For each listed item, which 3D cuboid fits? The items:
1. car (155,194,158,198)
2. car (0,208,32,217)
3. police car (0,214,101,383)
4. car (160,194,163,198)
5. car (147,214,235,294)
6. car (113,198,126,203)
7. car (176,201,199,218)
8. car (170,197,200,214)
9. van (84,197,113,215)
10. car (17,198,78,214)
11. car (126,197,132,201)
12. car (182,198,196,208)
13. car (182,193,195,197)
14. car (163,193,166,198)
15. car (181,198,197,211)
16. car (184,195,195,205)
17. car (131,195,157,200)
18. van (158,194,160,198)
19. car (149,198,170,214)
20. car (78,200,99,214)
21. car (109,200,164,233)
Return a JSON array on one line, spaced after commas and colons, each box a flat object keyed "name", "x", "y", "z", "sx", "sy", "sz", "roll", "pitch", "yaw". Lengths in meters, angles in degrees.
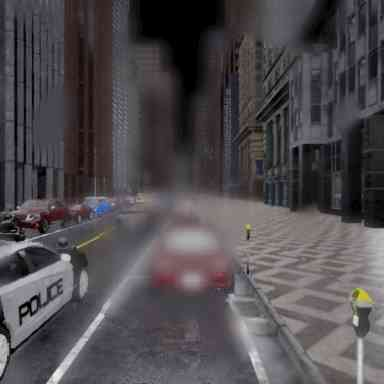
[{"name": "car", "x": -8.911, "y": 1.552, "z": 70.437, "sx": 2.008, "sy": 1.369, "sz": 4.403, "roll": 0, "pitch": 0, "yaw": 0}, {"name": "car", "x": -8.910, "y": 1.565, "z": 14.070, "sx": 1.947, "sy": 1.339, "sz": 4.313, "roll": 0, "pitch": 0, "yaw": 0}, {"name": "police car", "x": -3.144, "y": 1.424, "z": 5.286, "sx": 1.930, "sy": 1.638, "sz": 5.238, "roll": 0, "pitch": 0, "yaw": 0}, {"name": "car", "x": -8.911, "y": 1.446, "z": 81.710, "sx": 1.967, "sy": 1.590, "sz": 4.097, "roll": 0, "pitch": 0, "yaw": 0}, {"name": "car", "x": 0.003, "y": 1.525, "z": 8.651, "sx": 1.812, "sy": 1.442, "sz": 4.674, "roll": 0, "pitch": 0, "yaw": 0}, {"name": "car", "x": -8.911, "y": 1.439, "z": 36.617, "sx": 1.967, "sy": 1.590, "sz": 4.097, "roll": 0, "pitch": 0, "yaw": 0}, {"name": "car", "x": -0.385, "y": 1.565, "z": 30.990, "sx": 1.947, "sy": 1.339, "sz": 4.313, "roll": 0, "pitch": 0, "yaw": 0}, {"name": "car", "x": -0.386, "y": 1.439, "z": 25.353, "sx": 1.967, "sy": 1.590, "sz": 4.097, "roll": 0, "pitch": 0, "yaw": 0}, {"name": "van", "x": -8.911, "y": 1.340, "z": 30.980, "sx": 1.690, "sy": 1.788, "sz": 3.998, "roll": 0, "pitch": 0, "yaw": 0}, {"name": "car", "x": -8.911, "y": 1.314, "z": 19.706, "sx": 2.192, "sy": 1.841, "sz": 5.009, "roll": 0, "pitch": 0, "yaw": 0}, {"name": "car", "x": -8.911, "y": 1.439, "z": 47.891, "sx": 1.967, "sy": 1.590, "sz": 4.097, "roll": 0, "pitch": 0, "yaw": 0}, {"name": "car", "x": -0.385, "y": 1.565, "z": 47.899, "sx": 1.947, "sy": 1.339, "sz": 4.313, "roll": 0, "pitch": 0, "yaw": 0}, {"name": "car", "x": -0.386, "y": 1.314, "z": 36.627, "sx": 2.192, "sy": 1.841, "sz": 5.009, "roll": 0, "pitch": 0, "yaw": 0}, {"name": "car", "x": -8.912, "y": 1.324, "z": 87.347, "sx": 2.192, "sy": 1.841, "sz": 5.009, "roll": 0, "pitch": 0, "yaw": 0}, {"name": "car", "x": -0.385, "y": 1.543, "z": 42.263, "sx": 1.887, "sy": 1.381, "sz": 4.507, "roll": 0, "pitch": 0, "yaw": 0}, {"name": "car", "x": -0.386, "y": 1.439, "z": 59.171, "sx": 1.967, "sy": 1.590, "sz": 4.097, "roll": 0, "pitch": 0, "yaw": 0}, {"name": "car", "x": -6.197, "y": 1.476, "z": 43.390, "sx": 1.882, "sy": 1.535, "sz": 5.008, "roll": 0, "pitch": 0, "yaw": 1}, {"name": "van", "x": -8.911, "y": 1.345, "z": 76.073, "sx": 1.690, "sy": 1.788, "sz": 3.998, "roll": 0, "pitch": 0, "yaw": 0}, {"name": "car", "x": -3.106, "y": 1.599, "z": 34.146, "sx": 1.895, "sy": 1.301, "sz": 4.718, "roll": 0, "pitch": 0, "yaw": 1}, {"name": "car", "x": -8.910, "y": 1.544, "z": 25.344, "sx": 1.887, "sy": 1.381, "sz": 4.507, "roll": 0, "pitch": 0, "yaw": 0}, {"name": "car", "x": -3.101, "y": 1.491, "z": 19.738, "sx": 2.128, "sy": 1.511, "sz": 4.902, "roll": 0, "pitch": 0, "yaw": 1}]
